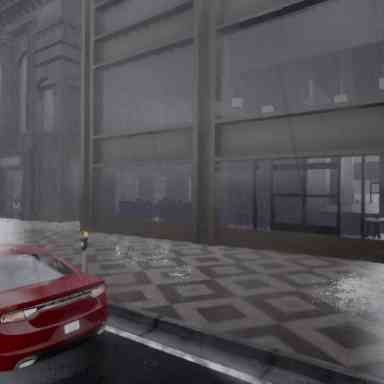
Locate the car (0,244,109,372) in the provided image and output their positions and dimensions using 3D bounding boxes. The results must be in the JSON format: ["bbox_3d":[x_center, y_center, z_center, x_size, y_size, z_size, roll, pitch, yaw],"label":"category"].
[{"bbox_3d":[-3.306,1.541,5.428,4.507,1.381,1.887,0,1,36],"label":"car"}]
